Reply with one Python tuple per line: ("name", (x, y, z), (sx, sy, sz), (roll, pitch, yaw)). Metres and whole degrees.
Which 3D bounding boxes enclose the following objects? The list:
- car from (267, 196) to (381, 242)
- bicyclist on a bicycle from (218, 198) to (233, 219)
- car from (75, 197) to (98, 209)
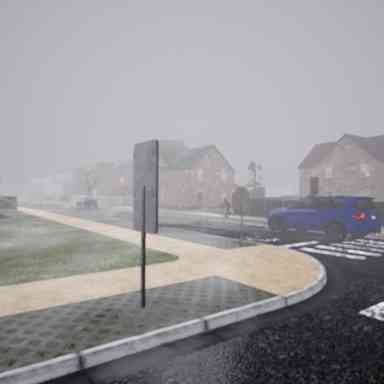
("car", (6.346, 1.199, 16.623), (2.150, 2.045, 5.566), (1, -1, -35))
("bicyclist on a bicycle", (2.665, 1.294, 26.259), (1.656, 1.620, 0.582), (0, 0, -36))
("car", (-14.169, 1.487, 44.628), (1.837, 1.490, 4.892), (1, -2, -36))
